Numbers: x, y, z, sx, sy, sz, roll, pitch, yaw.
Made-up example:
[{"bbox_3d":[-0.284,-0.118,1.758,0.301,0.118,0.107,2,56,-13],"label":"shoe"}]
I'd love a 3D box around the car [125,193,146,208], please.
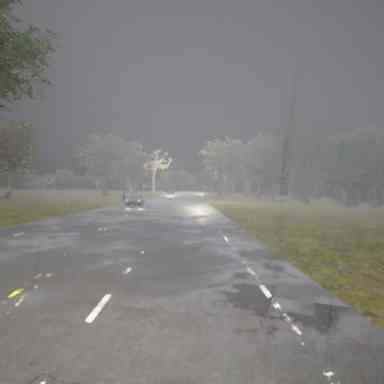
[{"bbox_3d":[-7.204,1.014,42.499,2.097,1.767,4.553,2,0,0],"label":"car"}]
